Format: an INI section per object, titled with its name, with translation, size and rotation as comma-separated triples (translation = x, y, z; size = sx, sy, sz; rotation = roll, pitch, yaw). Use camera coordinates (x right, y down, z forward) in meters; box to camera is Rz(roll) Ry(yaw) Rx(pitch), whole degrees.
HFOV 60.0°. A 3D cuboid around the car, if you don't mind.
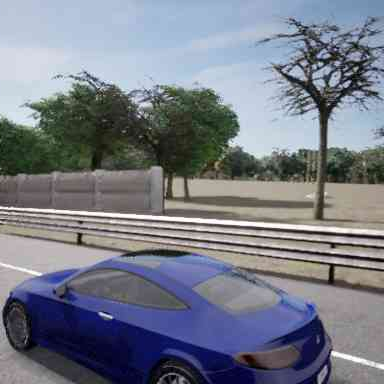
[car]
translation = -0.651, 1.510, 4.455
size = 4.674, 1.442, 1.812
rotation = 0, 0, 35
